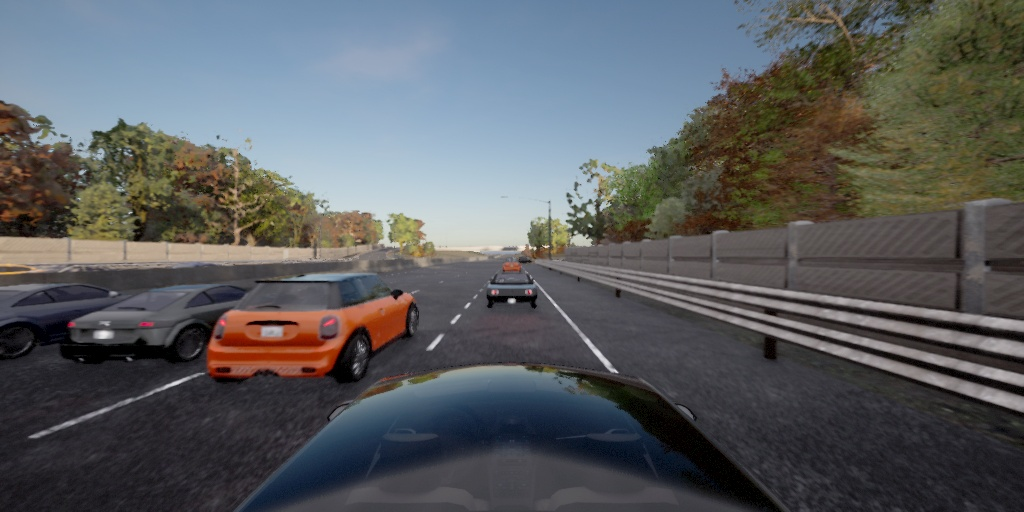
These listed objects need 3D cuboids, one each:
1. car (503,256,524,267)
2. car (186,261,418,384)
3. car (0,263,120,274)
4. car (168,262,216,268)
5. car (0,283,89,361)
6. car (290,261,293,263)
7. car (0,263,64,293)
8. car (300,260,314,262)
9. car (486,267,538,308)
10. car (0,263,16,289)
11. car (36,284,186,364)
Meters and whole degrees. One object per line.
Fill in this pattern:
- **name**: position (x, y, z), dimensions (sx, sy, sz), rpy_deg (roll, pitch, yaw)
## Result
- **car**: position (-0.010, 1.031, 41.561), dimensions (2.097, 1.767, 4.553), rpy_deg (0, 0, 0)
- **car**: position (-3.402, 1.086, 7.211), dimensions (2.097, 1.767, 4.553), rpy_deg (0, 0, 0)
- **car**: position (-24.594, 1.194, 19.735), dimensions (2.128, 1.511, 4.902), rpy_deg (0, 0, 0)
- **car**: position (-21.092, 1.174, 23.413), dimensions (1.882, 1.535, 5.008), rpy_deg (0, 0, 0)
- **car**: position (-10.398, 1.294, 8.224), dimensions (1.994, 1.385, 4.181), rpy_deg (0, 0, 0)
- **car**: position (-31.515, 1.303, 51.333), dimensions (1.895, 1.301, 4.718), rpy_deg (0, 0, 0)
- **car**: position (-28.093, 1.181, 19.209), dimensions (1.882, 1.535, 5.008), rpy_deg (0, 0, 0)
- **car**: position (-28.015, 1.285, 50.554), dimensions (1.895, 1.301, 4.718), rpy_deg (0, 0, 0)
- **car**: position (-0.004, 1.316, 15.022), dimensions (1.895, 1.301, 4.718), rpy_deg (0, 0, 0)
- **car**: position (-31.592, 1.206, 19.700), dimensions (1.837, 1.490, 4.892), rpy_deg (0, 0, 0)
- **car**: position (-6.898, 1.295, 8.064), dimensions (1.994, 1.385, 4.181), rpy_deg (0, 0, 0)
